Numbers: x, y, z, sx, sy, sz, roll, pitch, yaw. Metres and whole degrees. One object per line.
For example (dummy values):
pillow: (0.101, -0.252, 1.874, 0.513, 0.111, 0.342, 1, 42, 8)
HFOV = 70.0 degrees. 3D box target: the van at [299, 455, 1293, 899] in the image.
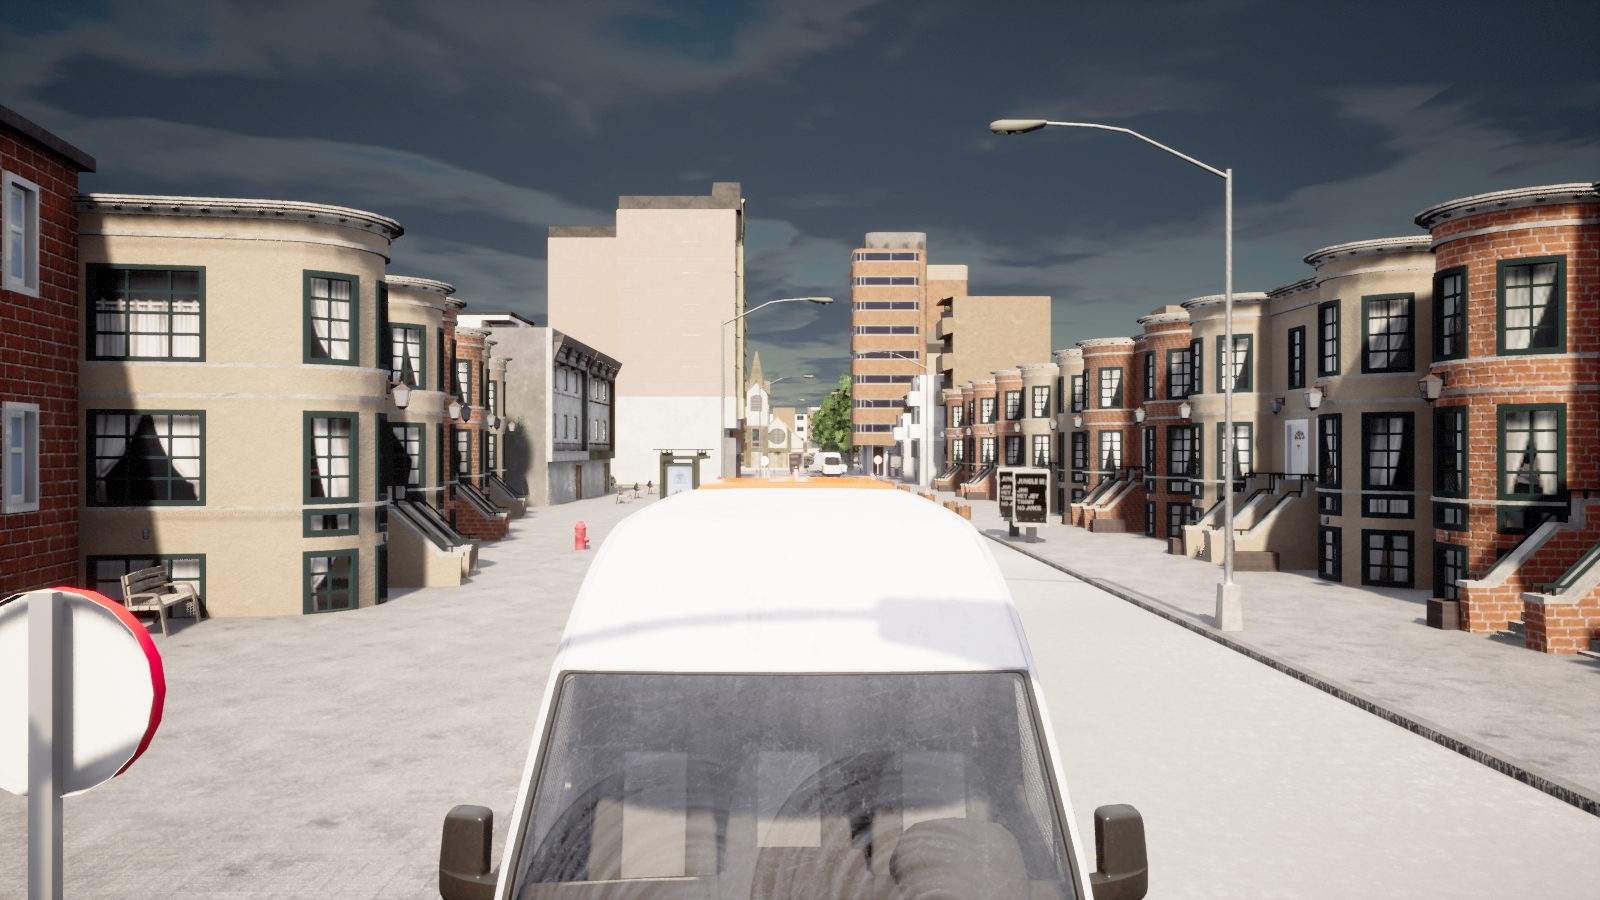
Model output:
van: (-0.019, 1.314, 5.243, 1.988, 2.561, 5.915, 0, 0, 0)
